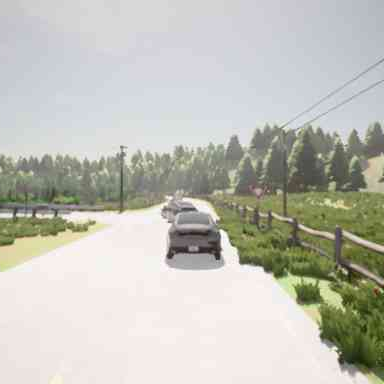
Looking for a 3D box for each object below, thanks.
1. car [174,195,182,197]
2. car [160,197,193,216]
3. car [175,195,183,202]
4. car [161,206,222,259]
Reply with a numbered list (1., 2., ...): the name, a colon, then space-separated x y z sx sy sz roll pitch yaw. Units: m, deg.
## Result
1. car: -2.759 1.443 62.044 2.128 1.511 4.902 0 0 1
2. car: -1.134 1.483 27.149 1.837 1.490 4.892 1 0 -21
3. car: -3.110 1.457 77.359 1.812 1.442 4.674 0 0 -2
4. car: 0.081 1.495 12.597 1.837 1.490 4.892 0 0 1
